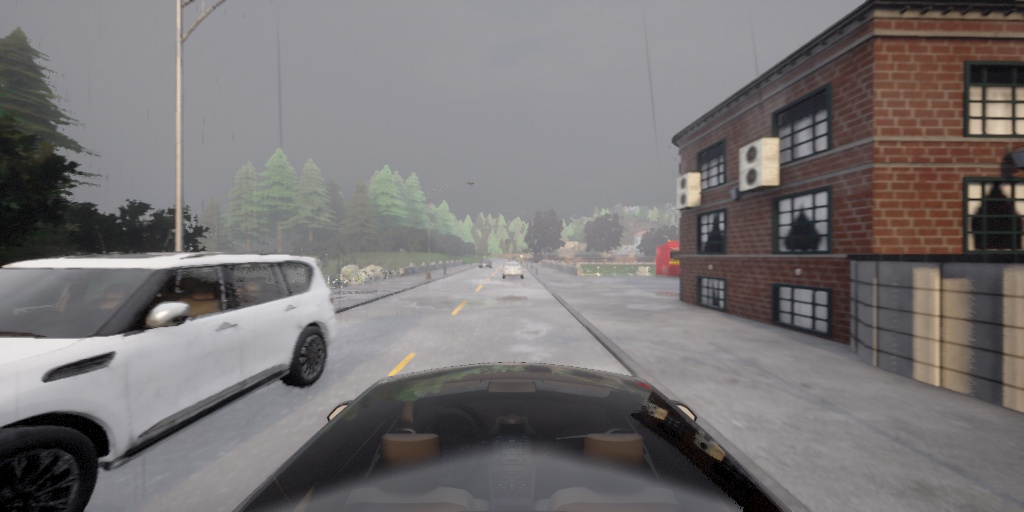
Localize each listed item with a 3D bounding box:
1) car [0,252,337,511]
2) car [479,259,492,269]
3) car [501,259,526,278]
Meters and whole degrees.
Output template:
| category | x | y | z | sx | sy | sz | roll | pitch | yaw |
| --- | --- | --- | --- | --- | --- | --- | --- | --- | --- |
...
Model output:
| category | x | y | z | sx | sy | sz | roll | pitch | yaw |
| --- | --- | --- | --- | --- | --- | --- | --- | --- | --- |
| car | -4.101 | 0.969 | 3.962 | 2.150 | 2.045 | 5.566 | 0 | 0 | 0 |
| car | -4.067 | 1.186 | 55.450 | 2.128 | 1.511 | 4.902 | 0 | 0 | 0 |
| car | 0.089 | 1.243 | 32.854 | 1.812 | 1.442 | 4.674 | 0 | 0 | 0 |
